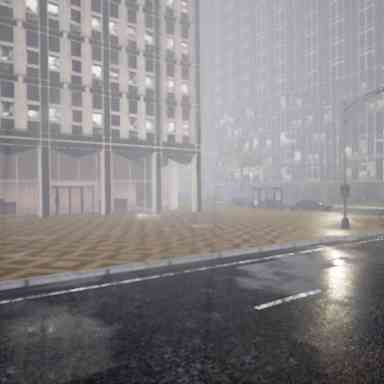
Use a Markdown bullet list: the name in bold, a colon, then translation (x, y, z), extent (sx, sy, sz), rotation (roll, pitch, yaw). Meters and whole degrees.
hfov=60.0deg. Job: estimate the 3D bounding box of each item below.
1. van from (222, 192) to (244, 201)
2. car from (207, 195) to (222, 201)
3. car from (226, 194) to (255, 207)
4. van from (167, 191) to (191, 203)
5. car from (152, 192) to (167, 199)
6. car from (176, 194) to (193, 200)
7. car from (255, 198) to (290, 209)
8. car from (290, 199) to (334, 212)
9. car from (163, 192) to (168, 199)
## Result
- **van**: translation (7.831, 0.967, 60.856), extent (1.690, 1.788, 3.998), rotation (0, 1, -34)
- **car**: translation (4.617, 1.155, 65.547), extent (1.802, 1.307, 4.206), rotation (0, 1, -34)
- **car**: translation (7.301, 1.408, 46.718), extent (1.947, 1.339, 4.313), rotation (0, 1, -34)
- **van**: translation (-2.294, 1.026, 60.807), extent (1.690, 1.788, 3.998), rotation (0, 1, -34)
- **car**: translation (-8.239, 0.798, 84.296), extent (1.967, 1.590, 4.097), rotation (0, 1, -34)
- **car**: translation (-1.811, 1.048, 74.923), extent (1.802, 1.307, 4.206), rotation (0, 1, -34)
- **car**: translation (10.467, 1.477, 41.998), extent (1.802, 1.307, 4.206), rotation (0, 1, -34)
- **car**: translation (13.667, 1.512, 37.298), extent (1.947, 1.339, 4.313), rotation (0, 1, -34)
- **car**: translation (-5.024, 0.727, 79.607), extent (2.192, 1.841, 5.009), rotation (0, 1, -34)
